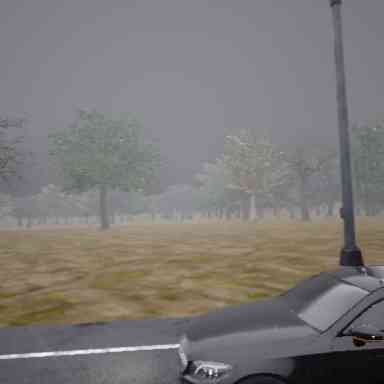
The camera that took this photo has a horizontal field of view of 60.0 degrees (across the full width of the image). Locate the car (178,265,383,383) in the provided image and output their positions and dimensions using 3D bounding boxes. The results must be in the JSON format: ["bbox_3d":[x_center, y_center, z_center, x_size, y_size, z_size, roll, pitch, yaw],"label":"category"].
[{"bbox_3d":[2.154,1.683,4.011,4.674,1.442,1.812,-2,-3,-2],"label":"car"}]
